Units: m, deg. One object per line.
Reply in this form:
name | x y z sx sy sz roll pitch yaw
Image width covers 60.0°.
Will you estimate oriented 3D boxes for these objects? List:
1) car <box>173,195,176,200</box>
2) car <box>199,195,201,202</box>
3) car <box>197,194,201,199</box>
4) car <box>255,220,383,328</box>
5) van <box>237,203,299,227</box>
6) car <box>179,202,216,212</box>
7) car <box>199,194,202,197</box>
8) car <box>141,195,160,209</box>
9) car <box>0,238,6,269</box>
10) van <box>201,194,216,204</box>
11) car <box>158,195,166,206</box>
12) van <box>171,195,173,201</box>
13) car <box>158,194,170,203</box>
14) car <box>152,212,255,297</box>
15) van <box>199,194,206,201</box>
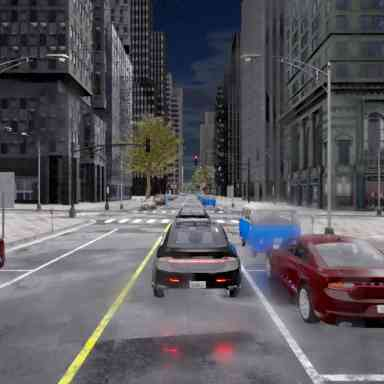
car | -5.882 1.636 87.417 1.947 1.339 4.313 0 0 0
car | 2.687 1.595 55.927 1.947 1.339 4.313 0 0 0
car | 2.664 1.599 72.167 2.008 1.369 4.403 0 0 0
car | 2.769 1.545 7.004 1.887 1.381 4.507 0 0 0
van | 2.763 1.343 12.530 1.690 1.788 3.998 0 0 0
car | 0.061 1.495 17.928 2.128 1.511 4.902 0 0 1
car | 2.679 1.579 61.340 1.887 1.381 4.507 0 0 0
car | -5.829 1.545 44.934 1.752 1.417 4.829 0 0 0
car | -5.786 1.545 7.011 1.887 1.381 4.507 0 0 0
van | 2.695 1.365 50.514 1.690 1.788 3.998 0 0 0
car | -5.838 1.574 55.684 1.887 1.381 4.507 0 0 0
van | -5.867 1.395 76.840 1.690 1.788 3.998 0 0 0
car | -5.844 1.349 60.974 2.192 1.841 5.009 0 0 0
car | 0.090 1.492 8.542 2.128 1.511 4.902 0 0 0
van | 2.650 1.404 82.994 1.690 1.788 3.998 0 0 0
